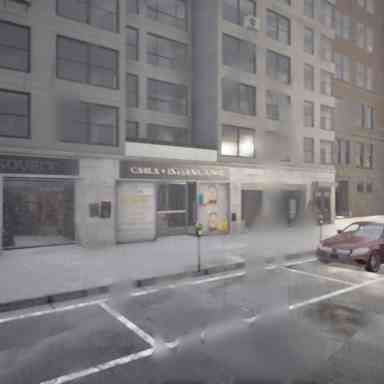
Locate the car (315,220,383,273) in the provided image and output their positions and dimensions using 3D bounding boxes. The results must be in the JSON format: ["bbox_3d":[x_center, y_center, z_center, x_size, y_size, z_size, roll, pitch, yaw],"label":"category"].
[{"bbox_3d":[5.734,1.590,10.649,4.206,1.307,1.802,0,0,-36],"label":"car"}]
